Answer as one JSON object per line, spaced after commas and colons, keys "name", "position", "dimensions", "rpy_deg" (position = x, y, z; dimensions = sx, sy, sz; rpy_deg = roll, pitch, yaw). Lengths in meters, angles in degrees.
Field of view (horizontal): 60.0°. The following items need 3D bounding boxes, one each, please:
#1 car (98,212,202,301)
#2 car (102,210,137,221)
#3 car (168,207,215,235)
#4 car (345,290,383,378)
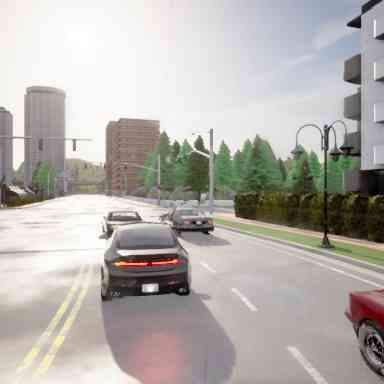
{"name": "car", "position": [-1.272, 1.505, 8.443], "dimensions": [1.837, 1.490, 4.892], "rpy_deg": [0, 0, -12]}
{"name": "car", "position": [-3.637, 1.601, 17.259], "dimensions": [1.895, 1.301, 4.718], "rpy_deg": [0, 0, -18]}
{"name": "car", "position": [-0.426, 1.547, 18.577], "dimensions": [2.033, 1.411, 5.357], "rpy_deg": [0, 0, -17]}
{"name": "car", "position": [3.240, 1.601, 2.637], "dimensions": [1.895, 1.301, 4.718], "rpy_deg": [0, 0, -4]}
